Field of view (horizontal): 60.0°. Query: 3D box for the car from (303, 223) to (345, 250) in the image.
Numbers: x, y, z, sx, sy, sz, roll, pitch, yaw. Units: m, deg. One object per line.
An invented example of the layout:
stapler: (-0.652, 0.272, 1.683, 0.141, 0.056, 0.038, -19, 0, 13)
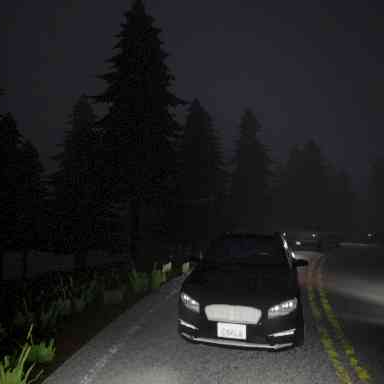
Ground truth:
car: (6.502, 2.308, 17.697, 1.895, 1.301, 4.718, -3, -6, 39)

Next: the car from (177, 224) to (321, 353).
car: (1.133, 1.561, 6.602, 2.128, 1.511, 4.902, -1, -2, 15)

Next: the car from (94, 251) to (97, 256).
car: (-20.261, 13.650, 72.972, 4.181, 1.381, 1.994, -2, -5, 31)

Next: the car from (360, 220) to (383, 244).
car: (15.849, 3.225, 26.458, 5.566, 2.045, 2.150, 8, -8, -28)
